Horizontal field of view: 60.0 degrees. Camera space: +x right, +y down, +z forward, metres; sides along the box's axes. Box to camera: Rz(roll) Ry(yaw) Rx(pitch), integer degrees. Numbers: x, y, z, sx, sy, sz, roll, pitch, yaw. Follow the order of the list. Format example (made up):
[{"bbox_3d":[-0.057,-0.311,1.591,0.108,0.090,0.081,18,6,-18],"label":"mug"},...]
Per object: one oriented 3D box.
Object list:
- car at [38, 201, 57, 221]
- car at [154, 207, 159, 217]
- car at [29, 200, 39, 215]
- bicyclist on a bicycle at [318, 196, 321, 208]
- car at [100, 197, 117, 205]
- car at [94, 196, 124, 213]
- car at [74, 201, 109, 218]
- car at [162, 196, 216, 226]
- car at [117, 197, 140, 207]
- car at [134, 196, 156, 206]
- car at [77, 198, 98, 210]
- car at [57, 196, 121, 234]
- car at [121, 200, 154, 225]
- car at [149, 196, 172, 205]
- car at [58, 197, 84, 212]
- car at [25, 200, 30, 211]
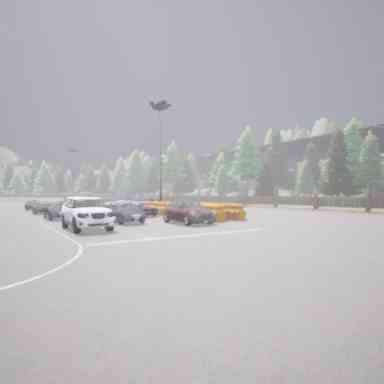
[{"bbox_3d":[-11.573,1.599,28.741,2.128,1.511,4.902,-1,0,-31],"label":"car"},{"bbox_3d":[-4.886,1.647,31.210,1.895,1.301,4.718,-1,0,-31],"label":"car"},{"bbox_3d":[-16.280,1.714,36.524,1.994,1.385,4.181,-1,0,-31],"label":"car"},{"bbox_3d":[15.219,1.162,40.446,1.656,1.620,0.582,-1,0,-31],"label":"bicyclist on a bicycle"},{"bbox_3d":[-15.934,1.671,63.129,1.812,1.442,4.674,-1,0,-31],"label":"car"},{"bbox_3d":[-9.927,1.444,39.536,2.097,1.767,4.553,-1,0,-31],"label":"car"},{"bbox_3d":[-10.047,1.640,32.973,2.033,1.411,5.357,-1,0,-31],"label":"car"},{"bbox_3d":[-0.227,1.356,23.524,2.097,1.767,4.553,-1,0,-31],"label":"car"},{"bbox_3d":[-10.506,1.588,54.368,2.128,1.511,4.902,-1,0,-31],"label":"car"},{"bbox_3d":[-8.190,1.552,57.296,1.882,1.535,5.008,-1,0,-31],"label":"car"},{"bbox_3d":[-15.204,1.666,48.303,1.812,1.442,4.674,-1,1,-31],"label":"car"},{"bbox_3d":[-6.432,1.282,20.257,2.150,2.045,5.566,-1,0,-31],"label":"car"},{"bbox_3d":[-4.991,1.539,24.630,2.128,1.511,4.902,-1,0,-31],"label":"car"},{"bbox_3d":[-5.711,1.544,59.841,2.128,1.511,4.902,-1,0,-31],"label":"car"},{"bbox_3d":[-15.111,1.491,41.354,2.097,1.767,4.553,-1,0,-31],"label":"car"},{"bbox_3d":[-21.456,1.761,45.120,1.994,1.385,4.181,-1,0,-31],"label":"car"}]
